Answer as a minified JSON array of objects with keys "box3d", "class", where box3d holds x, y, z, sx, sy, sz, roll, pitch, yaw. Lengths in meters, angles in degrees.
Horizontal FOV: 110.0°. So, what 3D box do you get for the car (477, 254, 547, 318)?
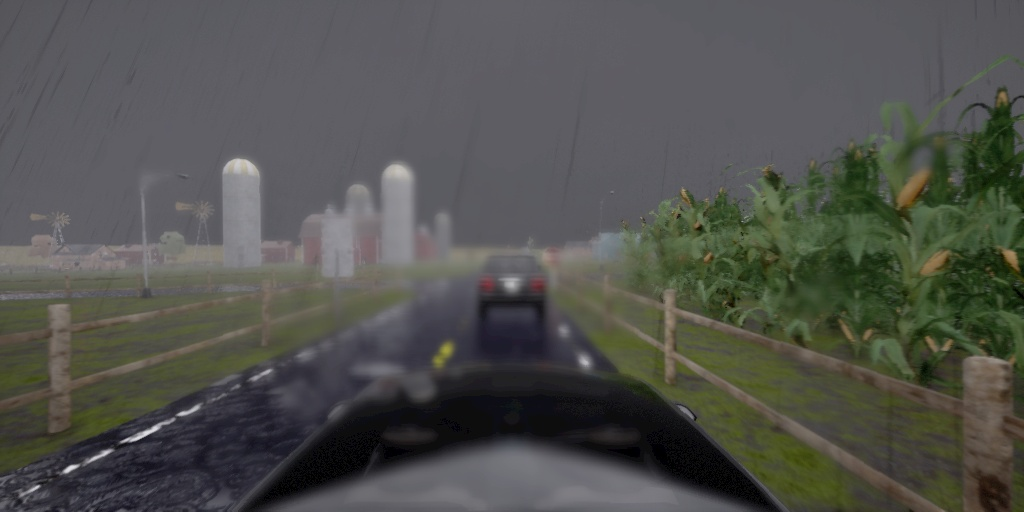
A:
[{"box3d":[0.030,0.946,12.950,2.150,2.045,5.566,0,0,1],"class":"car"}]
